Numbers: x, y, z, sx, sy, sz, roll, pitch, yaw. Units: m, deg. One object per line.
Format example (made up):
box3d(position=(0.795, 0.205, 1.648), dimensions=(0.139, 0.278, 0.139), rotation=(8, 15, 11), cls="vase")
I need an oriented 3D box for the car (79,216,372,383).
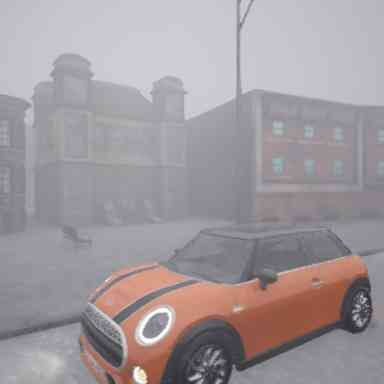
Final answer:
box3d(position=(0.709, 1.324, 5.076), dimensions=(4.553, 1.767, 2.097), rotation=(-1, 0, -35), cls="car")
